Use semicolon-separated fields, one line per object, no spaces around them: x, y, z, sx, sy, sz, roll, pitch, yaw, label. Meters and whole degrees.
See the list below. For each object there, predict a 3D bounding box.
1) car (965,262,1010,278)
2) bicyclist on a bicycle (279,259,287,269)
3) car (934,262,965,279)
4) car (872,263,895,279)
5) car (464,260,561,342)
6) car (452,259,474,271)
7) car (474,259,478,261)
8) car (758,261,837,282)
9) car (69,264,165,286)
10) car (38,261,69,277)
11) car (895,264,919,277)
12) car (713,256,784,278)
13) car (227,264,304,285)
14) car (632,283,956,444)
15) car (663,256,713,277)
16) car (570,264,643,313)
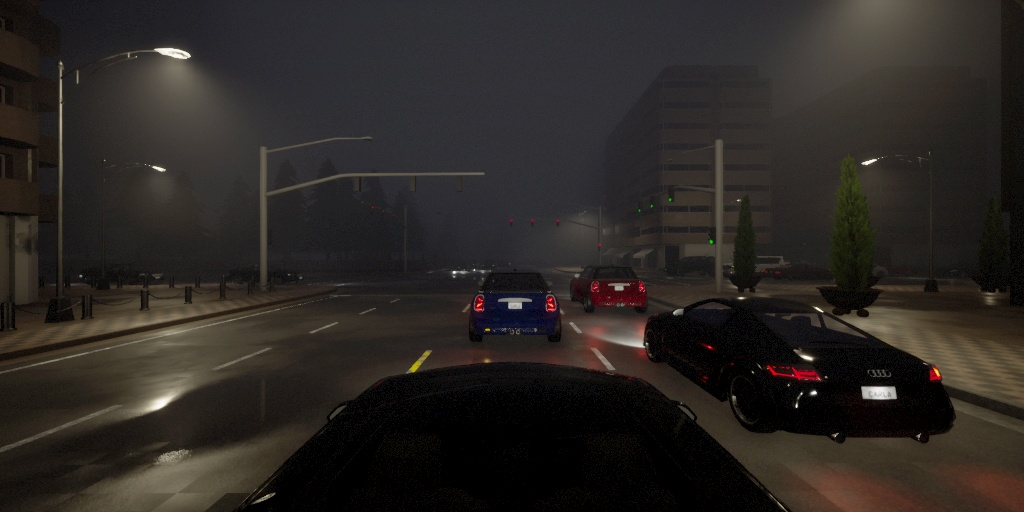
41.054;1.283;29.417;5.008;1.535;1.882;0;0;0;car
-25.600;1.106;40.164;0.582;1.620;1.656;0;0;0;bicyclist on a bicycle
42.139;1.283;33.101;5.008;1.535;1.882;0;0;0;car
31.815;1.331;33.081;4.674;1.442;1.812;0;0;0;car
0.085;1.102;9.945;2.097;1.767;4.553;0;0;0;car
-6.845;1.314;48.692;1.994;1.385;4.181;0;0;3;car
-6.229;1.255;57.580;1.837;1.490;4.892;0;0;7;car
23.700;1.352;29.341;5.357;1.411;2.033;0;0;0;car
-27.784;1.298;25.674;4.902;1.511;2.128;0;0;0;car
-47.449;1.294;36.305;4.902;1.511;2.128;0;0;0;car
38.238;1.406;36.598;4.718;1.301;1.895;0;0;0;car
22.178;1.027;33.051;5.566;2.045;2.150;0;0;0;car
-17.549;1.298;25.674;4.902;1.511;2.128;0;0;1;car
3.608;1.314;5.531;1.994;1.385;4.181;0;0;0;car
18.432;1.028;36.537;5.566;2.045;2.150;0;0;0;car
3.609;1.102;14.172;2.097;1.767;4.553;0;0;0;car
